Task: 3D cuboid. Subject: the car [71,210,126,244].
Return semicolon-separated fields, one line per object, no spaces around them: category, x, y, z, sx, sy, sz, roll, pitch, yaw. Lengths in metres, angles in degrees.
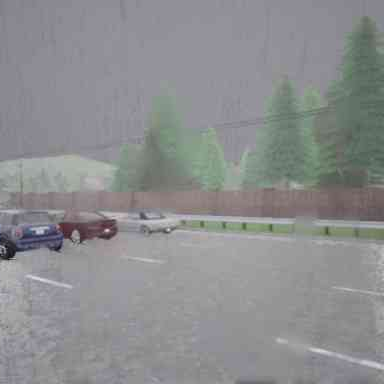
car;-5.890;1.638;16.701;5.008;1.535;1.882;0;0;36

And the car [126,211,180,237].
car;-3.050;1.750;18.959;4.718;1.301;1.895;-1;0;36

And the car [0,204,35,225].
car;-15.467;1.813;27.817;4.902;1.511;2.128;-1;0;36

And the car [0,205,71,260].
car;-7.252;1.503;13.363;4.553;1.767;2.097;-1;-1;36
